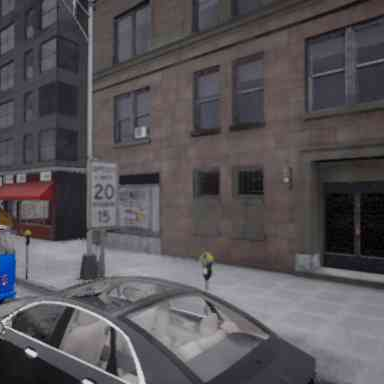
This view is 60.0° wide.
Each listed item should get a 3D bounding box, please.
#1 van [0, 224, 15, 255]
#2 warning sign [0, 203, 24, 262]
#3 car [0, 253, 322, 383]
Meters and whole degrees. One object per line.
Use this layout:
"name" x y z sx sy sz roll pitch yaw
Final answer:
"van" -5.348 1.470 7.101 3.998 1.788 1.690 -1 -1 39
"warning sign" -6.468 1.313 10.955 1.060 1.860 1.300 -1 -1 39
"car" -0.912 1.619 3.547 4.403 1.369 2.008 -1 -1 39
